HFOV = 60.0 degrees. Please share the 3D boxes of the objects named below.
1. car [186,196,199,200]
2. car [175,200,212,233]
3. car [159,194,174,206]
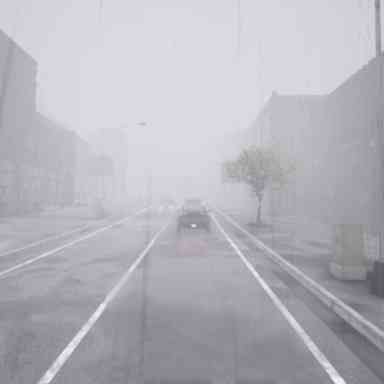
[{"bbox_3d":[0.088,1.271,37.661,1.837,1.490,4.892,0,1,0],"label":"car"},{"bbox_3d":[0.094,1.471,19.603,1.837,1.490,4.892,0,0,0],"label":"car"},{"bbox_3d":[-3.550,1.113,46.548,1.837,1.490,4.892,0,1,0],"label":"car"}]
